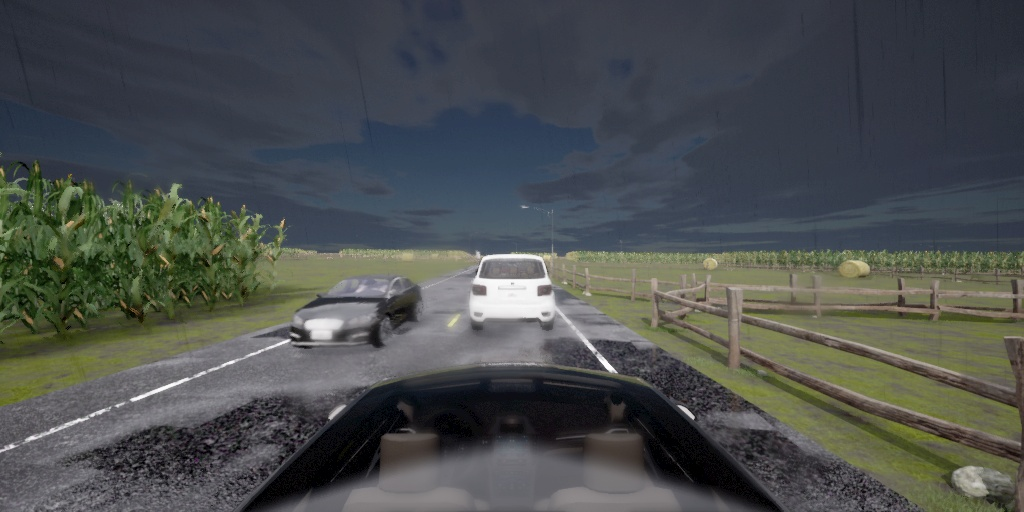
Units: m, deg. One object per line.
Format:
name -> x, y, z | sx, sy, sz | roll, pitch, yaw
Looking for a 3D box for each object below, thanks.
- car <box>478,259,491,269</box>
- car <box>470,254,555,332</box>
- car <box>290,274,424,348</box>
car -> -4.374, 1.232, 57.750 | 1.812, 1.442, 4.674 | 0, 0, -1
car -> 0.014, 0.973, 11.023 | 2.150, 2.045, 5.566 | 0, 0, 0
car -> -3.635, 1.242, 9.284 | 2.128, 1.511, 4.902 | 0, 0, 0
